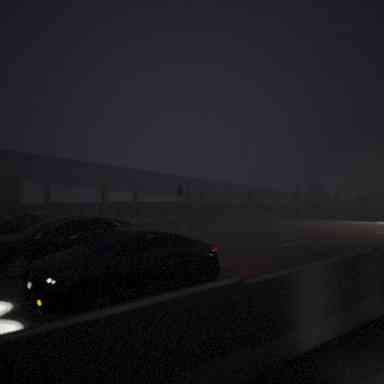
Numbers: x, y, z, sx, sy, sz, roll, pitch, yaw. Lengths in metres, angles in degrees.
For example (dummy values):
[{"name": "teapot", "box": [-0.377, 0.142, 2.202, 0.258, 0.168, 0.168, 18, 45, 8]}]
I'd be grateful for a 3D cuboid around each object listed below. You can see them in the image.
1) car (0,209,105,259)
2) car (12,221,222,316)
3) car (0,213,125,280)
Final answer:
[{"name": "car", "box": [-6.219, 1.506, 12.453, 5.357, 1.411, 2.033, -1, 1, -35]}, {"name": "car", "box": [-1.380, 1.503, 7.307, 4.181, 1.385, 1.994, -1, 1, -35]}, {"name": "car", "box": [-3.727, 1.452, 9.931, 4.892, 1.490, 1.837, -1, 1, -36]}]
